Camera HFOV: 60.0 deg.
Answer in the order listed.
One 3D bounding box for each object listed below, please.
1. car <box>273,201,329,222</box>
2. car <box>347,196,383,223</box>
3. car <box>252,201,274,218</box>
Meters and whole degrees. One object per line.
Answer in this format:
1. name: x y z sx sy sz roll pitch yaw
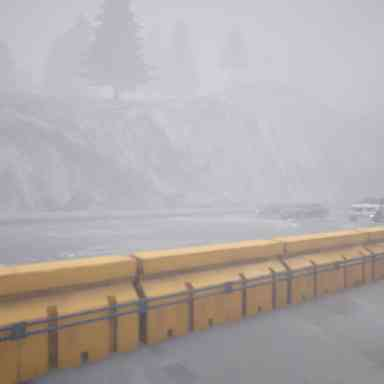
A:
1. car: 9.226 1.574 27.204 4.892 1.490 1.837 1 0 -34
2. car: 14.883 1.329 26.787 5.566 2.045 2.150 1 0 -34
3. car: 7.664 1.550 30.372 4.902 1.511 2.128 1 0 -34
